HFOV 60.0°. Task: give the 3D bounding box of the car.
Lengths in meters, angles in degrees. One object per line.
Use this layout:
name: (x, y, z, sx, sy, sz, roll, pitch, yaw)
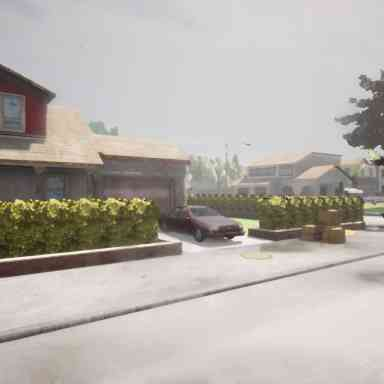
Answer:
car: (0.086, 1.356, 15.477, 2.033, 1.415, 5.357, 0, 0, -33)
